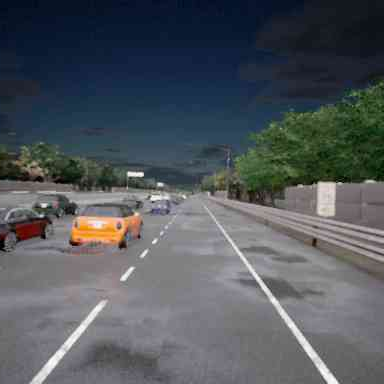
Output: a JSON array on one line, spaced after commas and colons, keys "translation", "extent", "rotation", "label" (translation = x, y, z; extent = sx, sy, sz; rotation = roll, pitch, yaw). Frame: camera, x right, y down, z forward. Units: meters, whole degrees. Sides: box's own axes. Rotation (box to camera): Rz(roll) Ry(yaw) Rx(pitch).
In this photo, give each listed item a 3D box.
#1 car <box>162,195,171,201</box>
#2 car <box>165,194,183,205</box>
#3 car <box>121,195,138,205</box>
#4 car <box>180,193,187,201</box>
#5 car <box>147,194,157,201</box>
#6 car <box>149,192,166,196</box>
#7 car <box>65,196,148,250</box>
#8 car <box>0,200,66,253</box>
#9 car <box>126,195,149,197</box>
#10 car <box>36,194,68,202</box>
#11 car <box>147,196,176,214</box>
[{"translation": [-6.490, 1.459, 83.875], "extent": [1.812, 1.442, 4.674], "rotation": [2, 0, 0], "label": "car"}, {"translation": [-3.090, 1.531, 57.465], "extent": [2.033, 1.411, 5.357], "rotation": [2, 0, 0], "label": "car"}, {"translation": [-10.102, 1.218, 54.146], "extent": [1.812, 1.442, 4.674], "rotation": [2, 0, 0], "label": "car"}, {"translation": [-2.996, 1.597, 82.995], "extent": [2.128, 1.511, 4.902], "rotation": [2, 0, 0], "label": "car"}, {"translation": [-9.989, 1.291, 83.071], "extent": [1.837, 1.490, 4.892], "rotation": [2, 0, 0], "label": "car"}, {"translation": [-6.553, 1.081, 62.660], "extent": [2.150, 2.045, 5.566], "rotation": [2, 0, 0], "label": "car"}, {"translation": [-3.389, 1.238, 14.102], "extent": [2.097, 1.767, 4.553], "rotation": [2, 0, 1], "label": "car"}, {"translation": [-6.909, 1.234, 12.494], "extent": [2.128, 1.511, 4.902], "rotation": [2, 0, 1], "label": "car"}, {"translation": [-6.697, 1.284, 37.979], "extent": [2.128, 1.511, 4.902], "rotation": [2, 0, 0], "label": "car"}, {"translation": [-10.283, 0.979, 25.221], "extent": [2.097, 1.767, 4.553], "rotation": [2, 0, 0], "label": "car"}, {"translation": [-3.220, 1.475, 35.377], "extent": [2.033, 1.411, 5.357], "rotation": [2, 0, 0], "label": "car"}]
